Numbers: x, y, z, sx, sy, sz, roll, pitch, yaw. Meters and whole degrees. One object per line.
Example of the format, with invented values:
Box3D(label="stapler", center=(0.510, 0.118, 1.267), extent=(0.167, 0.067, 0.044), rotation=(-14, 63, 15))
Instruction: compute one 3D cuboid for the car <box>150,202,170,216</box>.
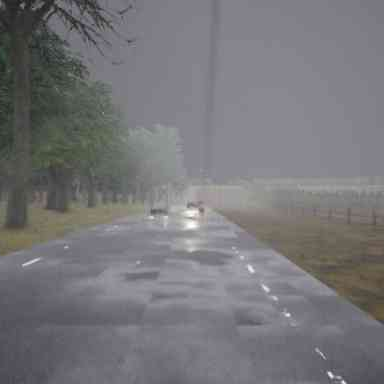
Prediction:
Box3D(label="car", center=(-3.595, 1.827, 37.587), extent=(1.882, 1.535, 5.008), rotation=(0, -1, 0))

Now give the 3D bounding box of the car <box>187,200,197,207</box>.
Box3D(label="car", center=(-0.008, 2.623, 75.809), extent=(2.128, 1.511, 4.902), rotation=(0, -2, 0))

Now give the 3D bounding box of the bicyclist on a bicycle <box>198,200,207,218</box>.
Box3D(label="bicyclist on a bicycle", center=(0.940, 1.690, 31.049), extent=(0.866, 1.612, 1.509), rotation=(0, -1, 0))

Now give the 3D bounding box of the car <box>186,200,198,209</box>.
Box3D(label="car", center=(0.036, 2.249, 60.307), extent=(1.837, 1.490, 4.892), rotation=(0, -1, 1))

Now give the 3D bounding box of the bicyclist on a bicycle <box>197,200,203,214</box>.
Box3D(label="bicyclist on a bicycle", center=(0.961, 1.847, 40.417), extent=(0.582, 1.620, 1.656), rotation=(0, -1, 0))
